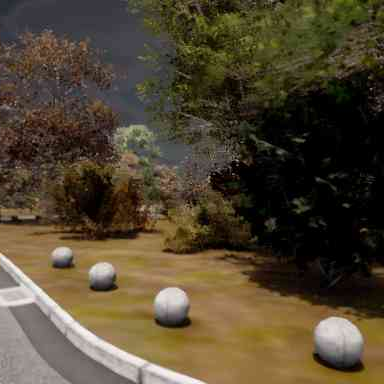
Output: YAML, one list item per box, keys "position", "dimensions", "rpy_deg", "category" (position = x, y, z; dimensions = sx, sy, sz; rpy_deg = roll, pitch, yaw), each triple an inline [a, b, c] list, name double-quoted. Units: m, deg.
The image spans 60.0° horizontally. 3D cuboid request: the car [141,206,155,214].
- position: [-6.514, 2.675, 47.649]
  dimensions: [4.718, 1.301, 1.895]
  rpy_deg: [2, -2, -38]
  category: "car"
